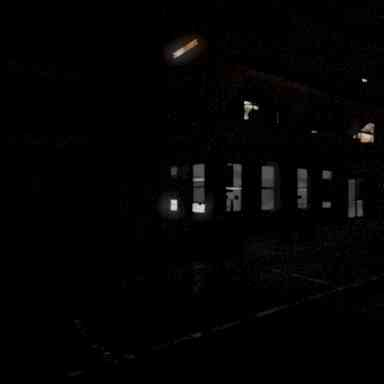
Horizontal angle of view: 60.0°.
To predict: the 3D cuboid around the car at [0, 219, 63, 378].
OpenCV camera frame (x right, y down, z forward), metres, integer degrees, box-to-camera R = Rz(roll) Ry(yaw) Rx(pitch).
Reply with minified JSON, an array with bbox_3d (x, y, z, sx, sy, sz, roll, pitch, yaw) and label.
[{"bbox_3d":[-4.062,1.328,3.644,5.009,1.841,2.192,-1,1,-35],"label":"car"}]
